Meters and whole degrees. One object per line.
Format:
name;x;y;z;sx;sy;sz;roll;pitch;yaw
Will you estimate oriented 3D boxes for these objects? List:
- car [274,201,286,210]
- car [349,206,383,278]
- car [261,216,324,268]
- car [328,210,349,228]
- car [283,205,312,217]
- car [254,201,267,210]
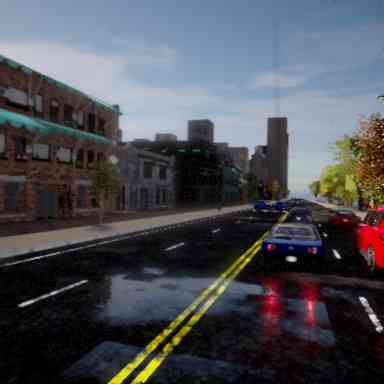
car;14.861;2.314;55.948;1.882;1.535;5.008;1;-1;19
car;6.693;1.479;10.746;2.150;2.045;5.566;1;0;19
car;3.775;1.798;12.269;1.895;1.301;4.718;1;0;19
car;11.874;2.078;26.211;1.994;1.385;4.181;1;0;19
car;8.813;2.012;27.295;1.994;1.385;4.181;1;0;19
car;11.779;2.247;56.980;1.882;1.535;5.008;1;-1;19
